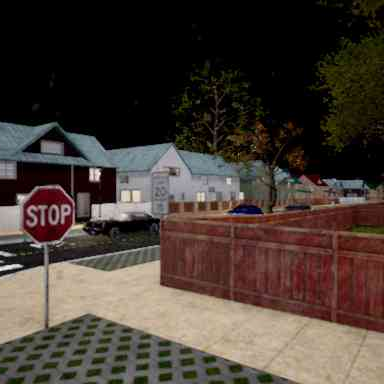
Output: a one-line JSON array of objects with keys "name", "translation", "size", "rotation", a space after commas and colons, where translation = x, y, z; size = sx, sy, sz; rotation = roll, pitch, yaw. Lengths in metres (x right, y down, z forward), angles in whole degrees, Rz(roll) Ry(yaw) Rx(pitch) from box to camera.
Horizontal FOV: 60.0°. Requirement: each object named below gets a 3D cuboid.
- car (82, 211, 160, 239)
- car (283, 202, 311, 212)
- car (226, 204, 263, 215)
[{"name": "car", "translation": [-3.701, 1.780, 18.684], "size": [1.895, 1.301, 4.718], "rotation": [0, -1, 37]}, {"name": "car", "translation": [12.944, 1.986, 40.737], "size": [2.033, 1.411, 5.357], "rotation": [0, -1, 37]}, {"name": "car", "translation": [4.789, 1.839, 29.960], "size": [1.812, 1.442, 4.674], "rotation": [0, -1, 37]}]
